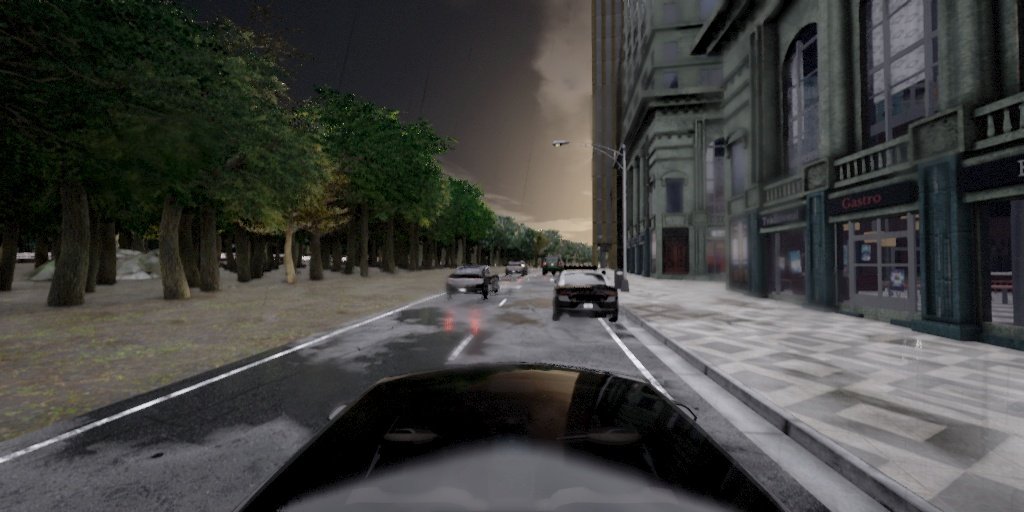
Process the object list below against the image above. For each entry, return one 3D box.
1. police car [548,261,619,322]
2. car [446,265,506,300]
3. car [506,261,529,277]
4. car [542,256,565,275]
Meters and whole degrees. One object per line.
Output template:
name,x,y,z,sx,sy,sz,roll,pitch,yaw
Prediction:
police car,2.327,1.139,12.289,1.930,1.638,5.238,0,0,6
car,-1.763,1.189,17.286,2.128,1.511,4.902,0,0,6
car,0.522,1.233,35.139,2.128,1.511,4.902,0,-1,8
car,4.448,0.990,38.204,2.150,2.045,5.566,0,-1,10
